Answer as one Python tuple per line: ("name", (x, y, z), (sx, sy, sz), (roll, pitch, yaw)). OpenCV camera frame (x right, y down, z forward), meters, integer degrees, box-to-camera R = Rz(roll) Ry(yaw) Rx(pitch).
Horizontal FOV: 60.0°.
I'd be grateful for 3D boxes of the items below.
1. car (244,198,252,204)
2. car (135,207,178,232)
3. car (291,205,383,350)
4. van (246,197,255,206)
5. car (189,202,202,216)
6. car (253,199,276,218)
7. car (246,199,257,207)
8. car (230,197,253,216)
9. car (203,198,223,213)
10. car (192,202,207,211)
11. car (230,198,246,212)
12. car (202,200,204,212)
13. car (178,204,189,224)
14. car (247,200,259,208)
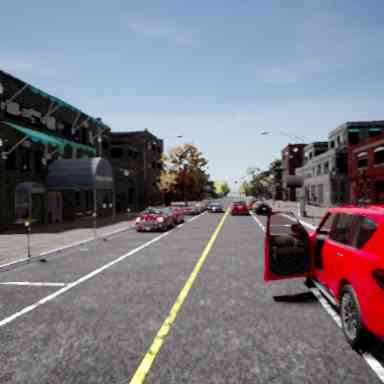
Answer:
("car", (13.907, 2.249, 82.098), (1.752, 1.417, 4.829), (-2, -1, 8))
("car", (-2.465, 1.751, 22.533), (1.967, 1.590, 4.097), (-2, -1, 8))
("car", (3.528, 1.235, 6.272), (2.150, 2.045, 5.566), (-1, -1, 8))
("van", (12.417, 1.960, 70.932), (1.690, 1.788, 3.998), (-2, -1, 8))
("car", (-0.268, 2.048, 39.030), (1.802, 1.307, 4.206), (-2, -1, 8))
("car", (8.038, 1.874, 37.931), (1.947, 1.339, 4.313), (-2, -1, 8))
("car", (11.714, 2.094, 65.598), (1.752, 1.417, 4.829), (-2, -1, 8))
("car", (5.390, 1.704, 37.764), (2.097, 1.767, 4.553), (-1, -1, 6))
("car", (3.125, 1.963, 44.156), (2.128, 1.511, 4.902), (-1, -1, 8))
("car", (1.194, 2.152, 50.030), (1.802, 1.307, 4.206), (-2, -1, 8))
("car", (6.636, 1.801, 47.811), (2.097, 1.767, 4.553), (-1, -1, 8))
("car", (0.462, 2.069, 44.530), (2.008, 1.369, 4.403), (-2, -1, 8))
("car", (-1.730, 1.907, 28.032), (1.887, 1.381, 4.507), (-2, -1, 8))
("car", (10.962, 2.098, 59.929), (1.802, 1.307, 4.206), (-2, -1, 8))
